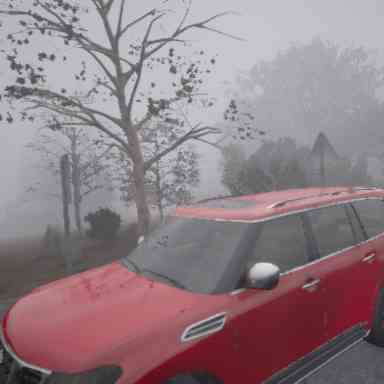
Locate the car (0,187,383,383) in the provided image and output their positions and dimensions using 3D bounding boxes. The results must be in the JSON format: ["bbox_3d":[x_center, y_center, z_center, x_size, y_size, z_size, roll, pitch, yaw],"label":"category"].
[{"bbox_3d":[0.658,1.092,4.144,5.566,2.045,2.150,-6,3,-35],"label":"car"}]
